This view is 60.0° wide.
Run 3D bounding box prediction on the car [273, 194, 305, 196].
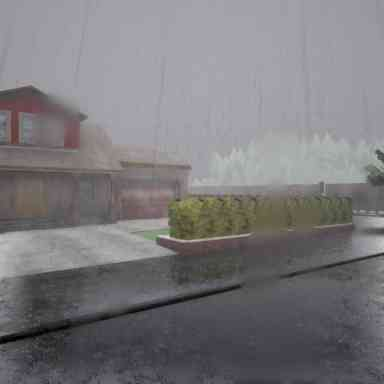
[{"bbox_3d":[9.435,1.221,30.335,2.150,2.045,5.566,0,0,-36],"label":"car"}]
